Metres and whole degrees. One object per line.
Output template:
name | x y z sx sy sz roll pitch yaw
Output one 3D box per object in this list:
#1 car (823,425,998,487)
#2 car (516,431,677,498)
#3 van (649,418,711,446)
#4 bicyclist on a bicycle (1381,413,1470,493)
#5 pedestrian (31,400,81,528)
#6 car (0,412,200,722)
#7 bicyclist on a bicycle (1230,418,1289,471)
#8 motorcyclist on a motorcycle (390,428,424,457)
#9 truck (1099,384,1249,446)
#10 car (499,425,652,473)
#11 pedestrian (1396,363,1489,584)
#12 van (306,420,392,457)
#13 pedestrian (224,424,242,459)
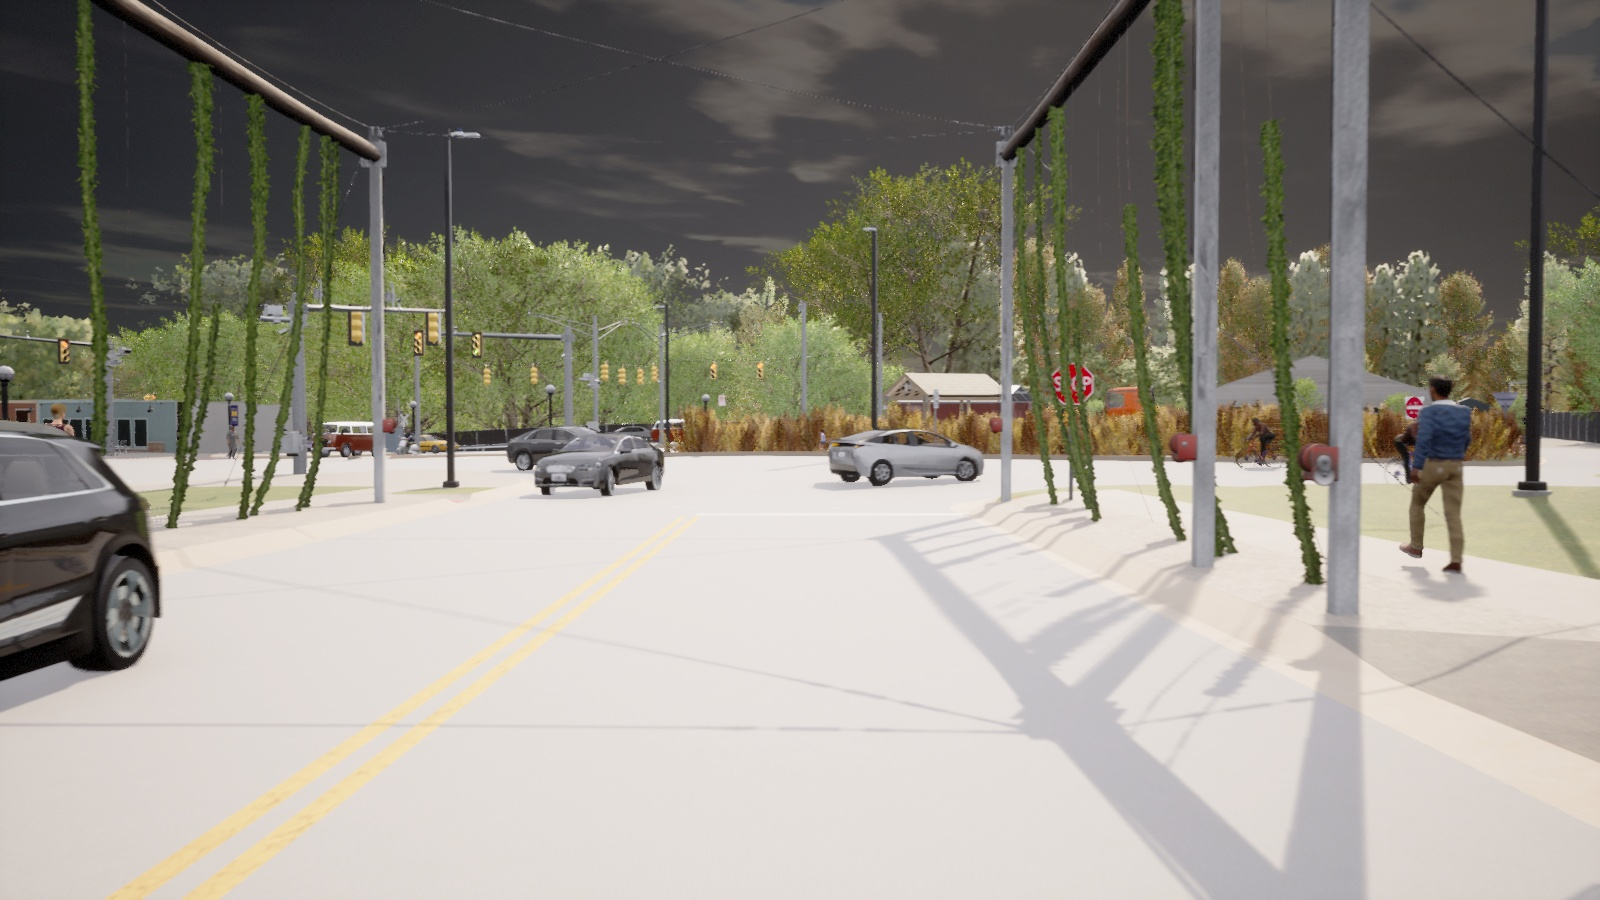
car | 3.107 0.121 35.156 4.514 1.525 2.007 -2 2 -27
car | -4.990 0.297 31.620 2.128 1.511 4.902 0 1 15
van | -9.441 -1.430 98.898 4.480 2.038 2.069 -1 3 5
bicyclist on a bicycle | 13.047 0.073 26.238 0.582 1.620 1.656 0 0 -26
pedestrian | -10.850 0.195 18.325 0.345 1.836 0.594 0 2 0
car | -5.279 0.623 6.612 2.033 1.649 4.856 0 0 -2
bicyclist on a bicycle | 14.368 -0.169 39.266 1.656 1.620 0.582 0 0 -10
motorcyclist on a motorcycle | -21.883 -0.413 69.889 0.866 1.590 1.817 1 1 21
truck | 21.965 -2.067 74.037 7.936 3.462 2.891 1 3 37
car | -7.510 -0.056 41.954 4.892 1.490 1.837 0 3 27
pedestrian | 5.858 0.194 11.483 0.423 1.949 0.788 0 2 1
van | -25.482 -0.621 71.123 2.069 2.038 4.480 -1 0 24
pedestrian | -31.312 -0.475 69.357 0.659 1.952 0.873 -2 3 -44
